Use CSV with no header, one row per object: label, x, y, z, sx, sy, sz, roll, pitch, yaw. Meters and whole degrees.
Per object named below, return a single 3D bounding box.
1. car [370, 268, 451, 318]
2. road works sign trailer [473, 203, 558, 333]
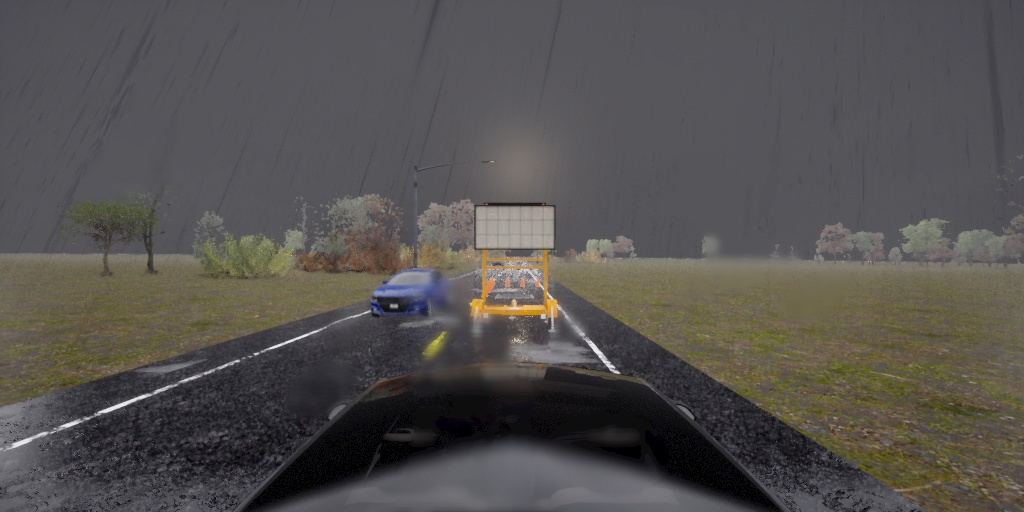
car,-3.505,1.233,13.216,1.882,1.535,5.008,0,0,1
road works sign trailer,0.086,0.218,10.749,2.380,3.560,2.880,0,0,0
